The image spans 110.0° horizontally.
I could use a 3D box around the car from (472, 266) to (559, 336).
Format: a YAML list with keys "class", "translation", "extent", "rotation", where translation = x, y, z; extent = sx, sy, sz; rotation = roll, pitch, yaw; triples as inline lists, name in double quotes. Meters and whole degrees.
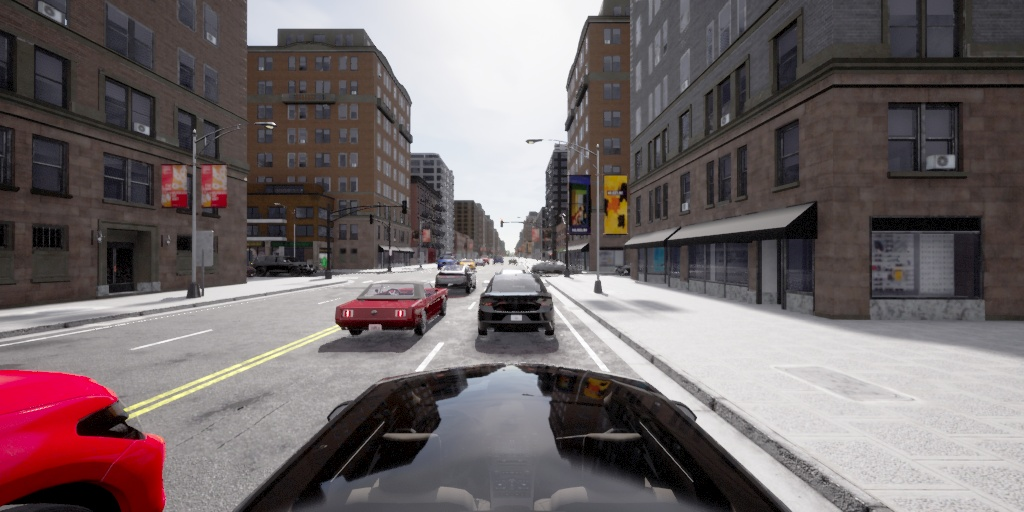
- class: "car"
  translation: [0.111, 1.227, 10.478]
  extent: [1.882, 1.535, 5.008]
  rotation: [0, 0, 0]

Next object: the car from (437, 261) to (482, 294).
- class: "car"
  translation: [-3.110, 1.240, 20.393]
  extent: [2.128, 1.511, 4.902]
  rotation: [0, 0, 0]

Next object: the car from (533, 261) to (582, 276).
- class: "car"
  translation: [4.354, 1.245, 35.351]
  extent: [4.902, 1.511, 2.128]
  rotation: [0, 0, 11]

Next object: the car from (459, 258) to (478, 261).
- class: "car"
  translation: [-6.500, 1.221, 52.490]
  extent: [1.882, 1.535, 5.008]
  rotation: [0, 1, 0]

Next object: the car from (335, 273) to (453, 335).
- class: "car"
  translation: [-3.133, 1.351, 10.458]
  extent: [1.895, 1.301, 4.718]
  rotation: [0, 0, 0]

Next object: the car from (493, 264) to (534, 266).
- class: "car"
  translation: [0.034, 1.313, 19.336]
  extent: [1.994, 1.385, 4.181]
  rotation: [0, 0, 0]

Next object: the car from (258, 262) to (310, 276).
- class: "car"
  translation: [-23.890, 1.315, 37.686]
  extent: [4.181, 1.385, 1.994]
  rotation: [0, 0, 1]

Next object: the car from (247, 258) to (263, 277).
- class: "car"
  translation: [-25.359, 1.170, 32.223]
  extent: [4.097, 1.591, 1.967]
  rotation: [0, 0, 0]

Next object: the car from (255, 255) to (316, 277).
- class: "car"
  translation: [-22.125, 0.963, 34.740]
  extent: [5.566, 2.045, 2.150]
  rotation: [0, 0, 0]

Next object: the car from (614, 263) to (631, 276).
- class: "car"
  translation: [13.305, 1.278, 37.789]
  extent: [4.902, 1.511, 2.128]
  rotation: [0, 0, 0]

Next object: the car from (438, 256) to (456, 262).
- class: "car"
  translation: [-9.741, 0.963, 53.785]
  extent: [2.150, 2.045, 5.566]
  rotation: [0, 0, 0]
